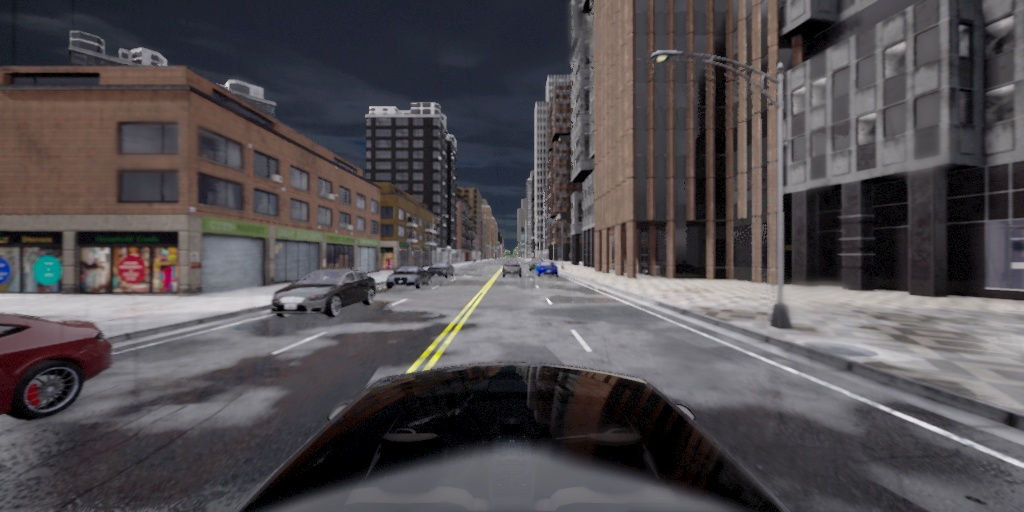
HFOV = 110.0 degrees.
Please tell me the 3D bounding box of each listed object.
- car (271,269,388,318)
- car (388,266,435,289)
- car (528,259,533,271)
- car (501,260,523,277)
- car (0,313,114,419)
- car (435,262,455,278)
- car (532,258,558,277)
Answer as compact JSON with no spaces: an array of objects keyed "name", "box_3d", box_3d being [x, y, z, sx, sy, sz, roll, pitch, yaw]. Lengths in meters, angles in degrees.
[{"name":"car","box_3d":[-6.589,1.239,13.134,2.128,1.511,4.902,0,0,0]},{"name":"car","box_3d":[-6.560,1.309,23.096,1.994,1.385,4.181,0,0,0]},{"name":"car","box_3d":[3.285,1.079,47.340,2.097,1.767,4.553,0,0,0]},{"name":"car","box_3d":[0.018,1.231,34.598,2.128,1.511,4.902,0,0,0]},{"name":"car","box_3d":[-6.598,1.276,3.172,1.812,1.442,4.674,0,0,0]},{"name":"car","box_3d":[-6.494,1.286,33.368,2.033,1.411,5.357,0,0,0]},{"name":"car","box_3d":[3.355,1.216,35.076,1.882,1.535,5.008,0,0,0]}]
